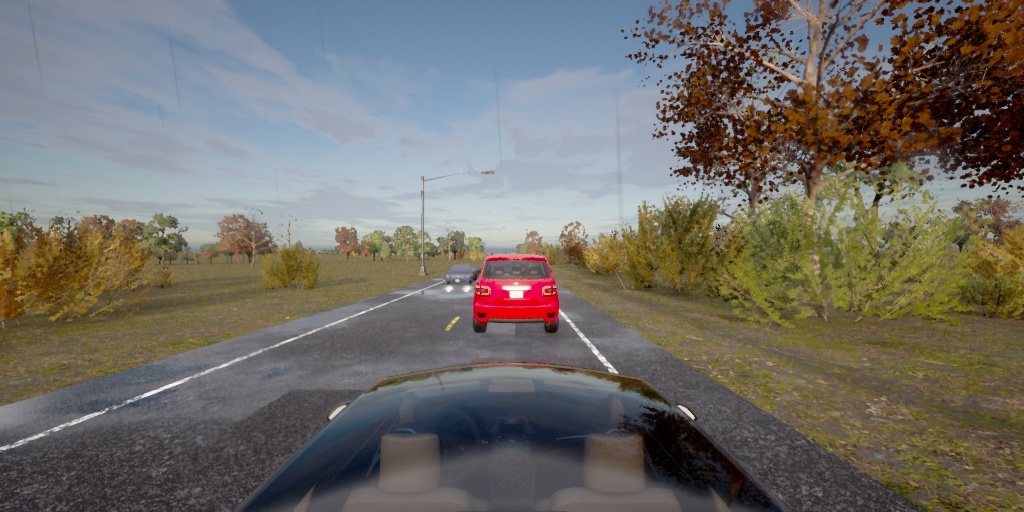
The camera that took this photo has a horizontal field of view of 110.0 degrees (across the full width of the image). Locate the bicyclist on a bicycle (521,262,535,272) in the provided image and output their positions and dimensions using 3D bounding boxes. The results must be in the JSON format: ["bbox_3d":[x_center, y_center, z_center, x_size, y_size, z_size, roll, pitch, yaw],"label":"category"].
[{"bbox_3d":[0.938,1.114,18.570,0.659,1.776,1.843,0,0,0],"label":"bicyclist on a bicycle"}]

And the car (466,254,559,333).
[{"bbox_3d":[0.089,0.968,10.864,2.150,2.045,5.566,0,0,0],"label":"car"}]

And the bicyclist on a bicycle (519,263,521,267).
[{"bbox_3d":[0.896,1.111,28.583,0.659,1.776,1.843,0,0,0],"label":"bicyclist on a bicycle"}]

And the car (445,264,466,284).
[{"bbox_3d":[-3.666,1.289,26.779,2.033,1.411,5.357,0,0,0],"label":"car"}]
